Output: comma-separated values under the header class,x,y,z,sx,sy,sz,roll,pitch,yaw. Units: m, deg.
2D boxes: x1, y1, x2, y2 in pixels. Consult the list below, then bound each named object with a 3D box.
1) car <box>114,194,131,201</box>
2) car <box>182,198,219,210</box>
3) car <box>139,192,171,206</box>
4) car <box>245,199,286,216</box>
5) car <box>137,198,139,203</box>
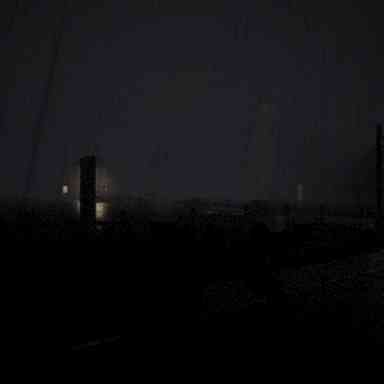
class,x,y,z,sx,sy,sz,roll,pitch,yaw
car,-13.786,1.040,65.827,1.882,1.535,5.008,0,1,-36
car,0.925,1.402,40.414,2.033,1.411,5.357,0,1,-36
car,-5.264,0.973,49.064,2.150,2.045,5.566,0,1,-36
car,7.098,1.460,31.806,1.837,1.490,4.892,0,1,-36
car,-7.959,1.188,57.770,1.812,1.442,4.674,0,1,-35
